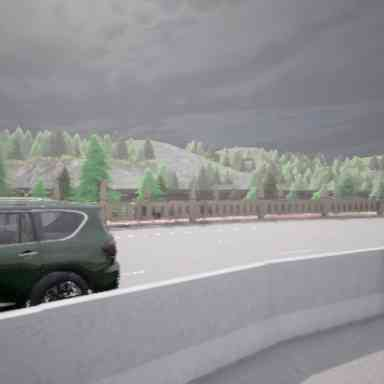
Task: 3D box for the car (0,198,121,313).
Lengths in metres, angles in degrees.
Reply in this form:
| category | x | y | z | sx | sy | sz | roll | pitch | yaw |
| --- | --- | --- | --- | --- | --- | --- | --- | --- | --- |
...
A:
| category | x | y | z | sx | sy | sz | roll | pitch | yaw |
| --- | --- | --- | --- | --- | --- | --- | --- | --- | --- |
| car | -3.944 | 1.191 | 5.362 | 5.566 | 2.045 | 2.150 | 0 | 0 | -35 |

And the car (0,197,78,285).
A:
| category | x | y | z | sx | sy | sz | roll | pitch | yaw |
| --- | --- | --- | --- | --- | --- | --- | --- | --- | --- |
| car | -5.959 | 1.175 | 8.200 | 5.566 | 2.045 | 2.150 | 0 | 0 | -35 |
